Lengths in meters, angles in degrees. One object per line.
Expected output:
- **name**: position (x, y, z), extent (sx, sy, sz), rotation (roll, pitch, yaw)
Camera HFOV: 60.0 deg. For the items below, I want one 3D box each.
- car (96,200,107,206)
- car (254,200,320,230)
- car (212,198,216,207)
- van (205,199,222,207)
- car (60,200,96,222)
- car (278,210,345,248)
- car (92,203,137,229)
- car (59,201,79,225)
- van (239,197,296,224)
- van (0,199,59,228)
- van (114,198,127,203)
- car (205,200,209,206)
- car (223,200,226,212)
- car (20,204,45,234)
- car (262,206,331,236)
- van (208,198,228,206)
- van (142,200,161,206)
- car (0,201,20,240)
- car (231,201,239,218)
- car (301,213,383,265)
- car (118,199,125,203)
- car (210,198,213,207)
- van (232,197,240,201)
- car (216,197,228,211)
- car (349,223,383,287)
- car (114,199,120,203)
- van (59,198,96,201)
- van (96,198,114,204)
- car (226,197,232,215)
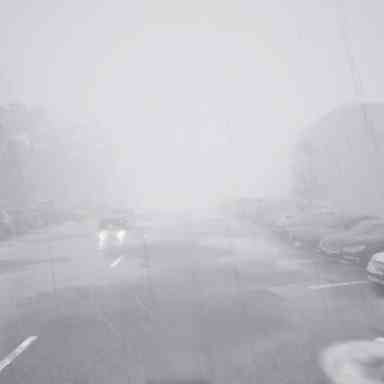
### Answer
- **car**: position (-11.517, 1.898, 34.284), extent (4.674, 1.452, 2.002), rotation (-1, 0, -20)
- **car**: position (6.380, 1.550, 19.631), extent (4.553, 1.767, 2.185), rotation (1, 0, -20)
- **car**: position (6.399, 2.083, 51.954), extent (5.366, 1.575, 1.946), rotation (1, -1, -20)
- **van**: position (5.997, 3.168, 92.940), extent (4.442, 1.987, 1.878), rotation (2, -5, -21)
- **car**: position (-11.326, 1.784, 28.466), extent (5.366, 1.575, 1.946), rotation (-1, -1, -20)
- **car**: position (6.343, 1.645, 13.743), extent (4.792, 1.488, 2.163), rotation (1, 0, -20)
- **car**: position (-5.184, 1.792, 23.773), extent (2.033, 1.411, 5.357), rotation (0, -1, 0)
- **car**: position (-11.480, 1.756, 25.456), extent (4.892, 1.521, 2.231), rotation (-1, 0, -20)
- **van**: position (6.221, 1.509, 25.448), extent (4.442, 1.987, 1.878), rotation (1, 0, -20)
- **van**: position (-11.585, 1.499, 22.468), extent (4.442, 1.987, 1.878), rotation (-1, 0, -20)
- **van**: position (-11.677, 1.793, 46.022), extent (4.442, 1.987, 1.878), rotation (-1, -1, -20)
- **car**: position (5.983, 2.297, 66.487), extent (5.366, 1.575, 1.946), rotation (1, -1, -20)
- **car**: position (6.283, 1.918, 37.220), extent (4.674, 1.452, 2.002), rotation (1, -1, -20)
- **car**: position (-11.493, 1.722, 19.556), extent (4.792, 1.488, 2.163), rotation (-1, 0, -20)
- **car**: position (6.365, 1.646, 16.690), extent (4.892, 1.521, 2.231), rotation (1, 0, -20)
- **van**: position (6.170, 2.367, 78.325), extent (4.442, 1.987, 1.878), rotation (2, -3, -21)
- **van**: position (-11.850, 3.363, 94.904), extent (4.442, 1.987, 1.878), rotation (1, -4, -21)
- **car**: position (-11.429, 1.536, 16.635), extent (4.553, 1.767, 2.185), rotation (-1, 0, -20)
- **car**: position (6.308, 1.770, 28.424), extent (5.008, 1.535, 2.097), rotation (1, -1, -20)
- **car**: position (6.392, 1.588, 10.818), extent (4.892, 1.521, 2.231), rotation (1, 0, -20)
- **car**: position (-11.560, 2.015, 43.123), extent (4.674, 1.452, 2.002), rotation (-1, -1, -20)
- **car**: position (6.378, 2.171, 57.814), extent (5.366, 1.575, 1.946), rotation (1, -1, -20)
- **van**: position (6.414, 1.582, 31.404), extent (4.442, 1.987, 1.878), rotation (1, -1, -20)
- **car**: position (6.299, 1.666, 40.172), extent (5.566, 2.045, 2.435), rotation (1, -1, -20)
- **car**: position (6.395, 1.598, 7.887), extent (4.674, 1.452, 2.002), rotation (1, 0, -20)
- **car**: position (-11.546, 1.976, 40.178), extent (4.674, 1.452, 2.002), rotation (-1, -1, -20)
- **van**: position (-11.622, 1.599, 31.304), extent (4.442, 1.987, 1.878), rotation (-1, 0, -20)
- **van**: position (-11.429, 1.670, 37.280), extent (4.442, 1.987, 1.878), rotation (-1, -1, -20)
- **car**: position (6.264, 1.714, 34.284), extent (4.553, 1.767, 2.185), rotation (1, -1, -20)
